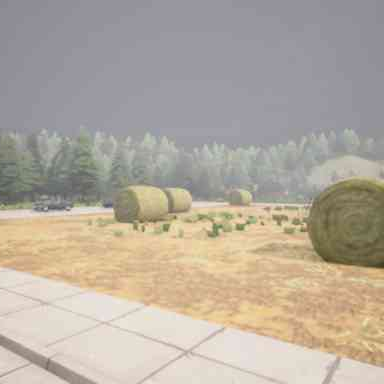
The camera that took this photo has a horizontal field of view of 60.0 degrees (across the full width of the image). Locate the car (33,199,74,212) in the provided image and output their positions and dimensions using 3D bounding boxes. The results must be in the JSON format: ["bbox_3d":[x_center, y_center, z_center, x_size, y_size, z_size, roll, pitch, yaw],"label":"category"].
[{"bbox_3d":[-16.799,1.633,40.424,2.128,1.511,4.902,0,0,37],"label":"car"}]

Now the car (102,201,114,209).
[{"bbox_3d":[-10.735,1.737,48.579,1.895,1.301,4.718,0,0,37],"label":"car"}]
